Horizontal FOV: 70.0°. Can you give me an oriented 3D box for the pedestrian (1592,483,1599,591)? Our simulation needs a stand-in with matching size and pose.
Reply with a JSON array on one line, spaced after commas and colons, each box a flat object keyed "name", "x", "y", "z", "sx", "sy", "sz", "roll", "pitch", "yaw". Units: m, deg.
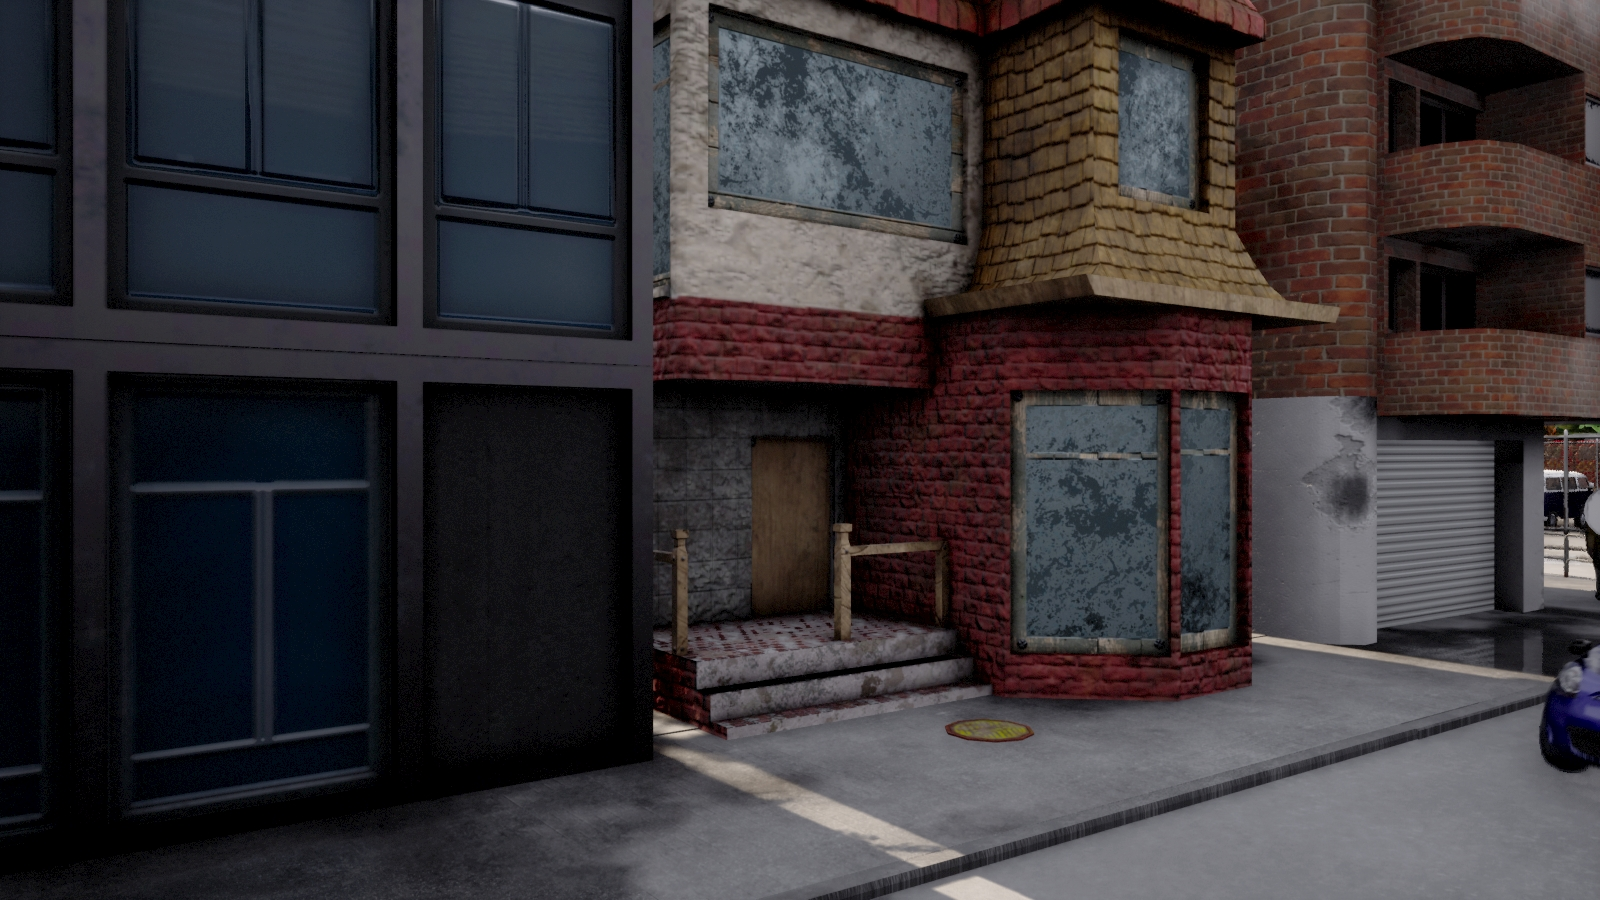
[{"name": "pedestrian", "x": 14.037, "y": 1.507, "z": 19.849, "sx": 0.375, "sy": 1.860, "sz": 0.375, "roll": 0, "pitch": 0, "yaw": 22}]

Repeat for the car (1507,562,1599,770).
[{"name": "car", "x": 8.034, "y": 1.813, "z": 10.003, "sx": 3.633, "sy": 1.501, "sz": 1.845, "roll": 0, "pitch": 0, "yaw": -35}]
